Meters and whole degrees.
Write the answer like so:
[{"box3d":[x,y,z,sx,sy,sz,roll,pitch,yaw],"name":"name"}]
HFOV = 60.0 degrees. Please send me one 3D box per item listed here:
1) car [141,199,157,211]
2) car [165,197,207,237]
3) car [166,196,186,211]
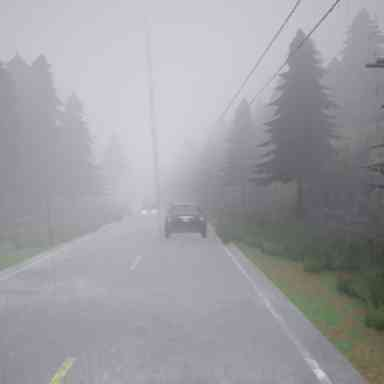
[{"box3d":[-5.471,1.565,42.440,2.033,1.411,5.357,0,0,-9],"name":"car"},{"box3d":[-0.365,1.355,18.156,2.097,1.767,4.553,0,0,-2],"name":"car"},{"box3d":[-2.105,1.361,41.865,2.097,1.767,4.553,0,0,-9],"name":"car"}]
